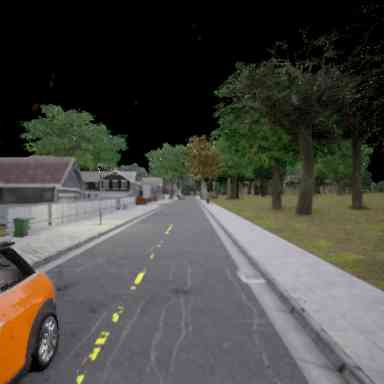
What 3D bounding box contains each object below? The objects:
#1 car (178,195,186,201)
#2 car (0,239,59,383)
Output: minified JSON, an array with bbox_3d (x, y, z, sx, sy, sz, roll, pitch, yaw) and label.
[{"bbox_3d":[-2.751,1.484,89.254,2.097,1.767,4.553,0,0,0],"label":"car"},{"bbox_3d":[-2.848,1.352,2.609,2.097,1.767,4.553,0,0,0],"label":"car"}]
